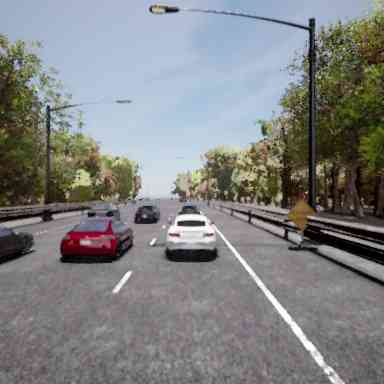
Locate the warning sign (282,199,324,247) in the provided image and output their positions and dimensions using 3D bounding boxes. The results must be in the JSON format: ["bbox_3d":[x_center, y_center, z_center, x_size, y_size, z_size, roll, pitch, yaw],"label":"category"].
[{"bbox_3d":[4.468,1.216,13.508,1.300,1.860,1.060,-1,-1,-1],"label":"warning sign"}]

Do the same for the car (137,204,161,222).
[{"bbox_3d":[-3.750,1.755,28.486,1.812,1.442,4.674,0,0,-1],"label":"car"}]

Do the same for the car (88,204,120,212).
[{"bbox_3d":[-7.241,1.715,27.763,2.128,1.511,4.902,0,0,-1],"label":"car"}]

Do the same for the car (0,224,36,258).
[{"bbox_3d":[-7.024,1.627,10.566,2.033,1.411,5.357,0,0,0],"label":"car"}]

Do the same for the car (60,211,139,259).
[{"bbox_3d":[-3.527,1.663,13.037,1.994,1.385,4.181,0,0,0],"label":"car"}]

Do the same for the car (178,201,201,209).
[{"bbox_3d":[-0.251,1.755,28.536,1.812,1.442,4.674,0,0,-1],"label":"car"}]

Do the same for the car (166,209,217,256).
[{"bbox_3d":[-0.027,1.627,13.503,1.812,1.442,4.674,0,0,0],"label":"car"}]
